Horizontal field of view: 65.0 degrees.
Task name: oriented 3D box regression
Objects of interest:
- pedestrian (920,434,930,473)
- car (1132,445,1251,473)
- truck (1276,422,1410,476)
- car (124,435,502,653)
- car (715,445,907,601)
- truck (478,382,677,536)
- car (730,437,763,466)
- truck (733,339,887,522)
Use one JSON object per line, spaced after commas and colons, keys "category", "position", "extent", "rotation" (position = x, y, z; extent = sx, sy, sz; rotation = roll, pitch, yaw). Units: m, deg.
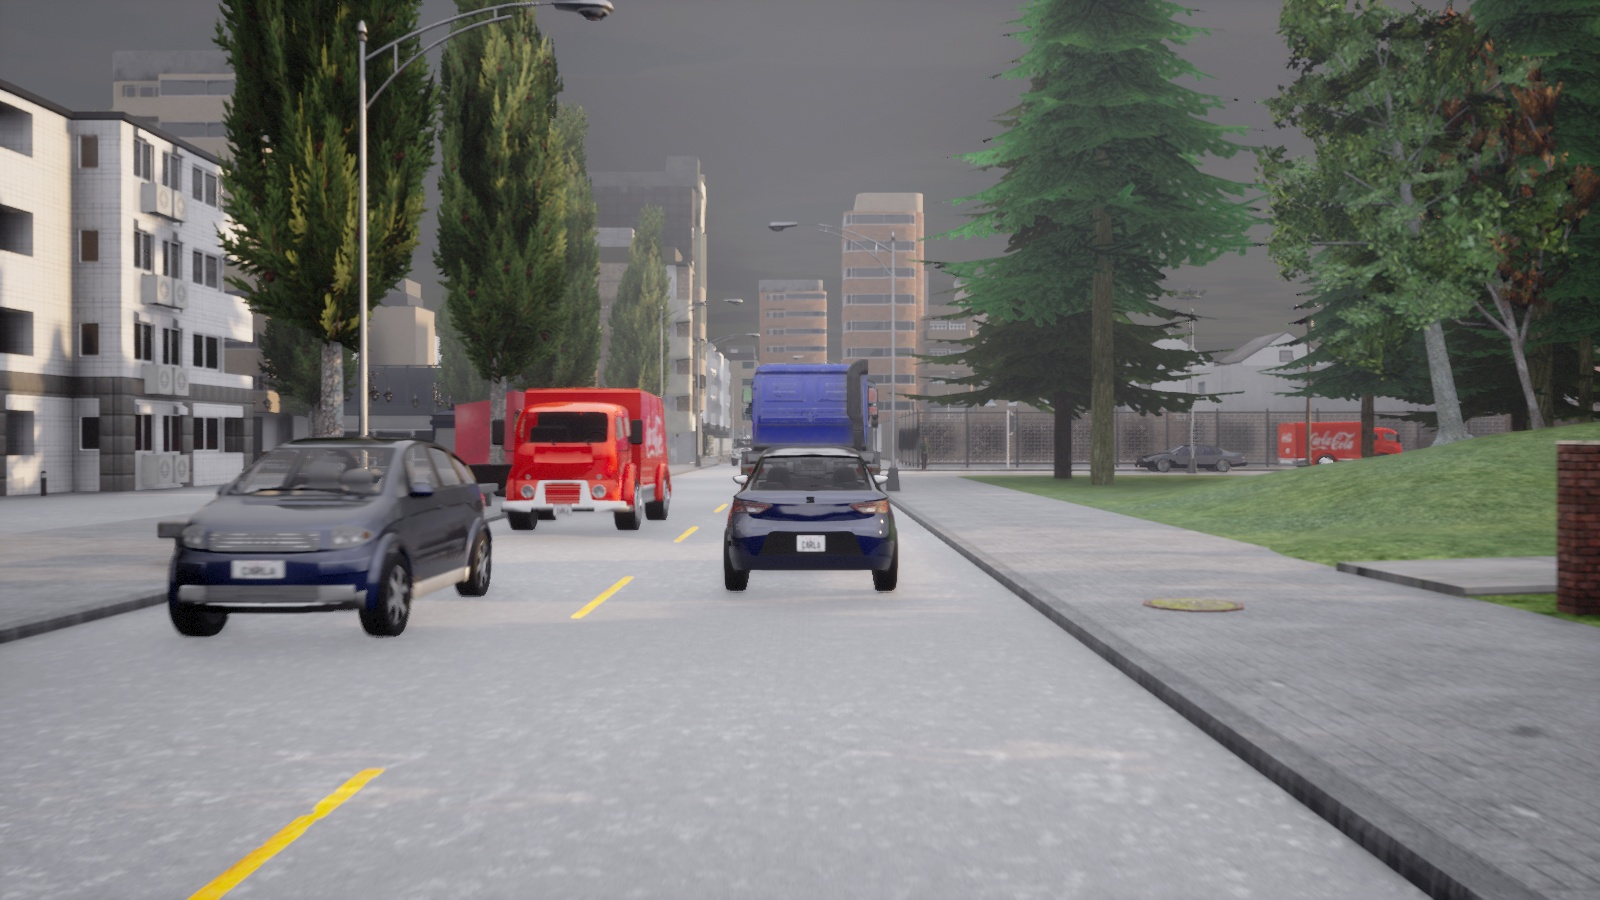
{"category": "pedestrian", "position": [6.358, 0.179, 64.059], "extent": [0.423, 1.949, 0.788], "rotation": [0, 0, 0]}
{"category": "car", "position": [19.724, 0.453, 63.398], "extent": [5.357, 1.411, 2.033], "rotation": [0, 0, -1]}
{"category": "truck", "position": [25.585, -0.049, 59.308], "extent": [5.204, 2.467, 2.627], "rotation": [0, 0, 0]}
{"category": "car", "position": [-3.906, 0.661, 10.785], "extent": [1.789, 1.549, 3.705], "rotation": [0, 0, 0]}
{"category": "car", "position": [0.118, 0.681, 14.034], "extent": [1.816, 1.474, 4.193], "rotation": [0, 0, 0]}
{"category": "truck", "position": [-3.819, 0.129, 22.707], "extent": [2.627, 2.467, 5.204], "rotation": [0, 0, 0]}
{"category": "car", "position": [-3.465, 0.097, 82.182], "extent": [1.932, 1.855, 4.605], "rotation": [0, 0, 0]}
{"category": "truck", "position": [0.222, -0.391, 27.668], "extent": [2.891, 3.462, 7.936], "rotation": [0, 0, 0]}
